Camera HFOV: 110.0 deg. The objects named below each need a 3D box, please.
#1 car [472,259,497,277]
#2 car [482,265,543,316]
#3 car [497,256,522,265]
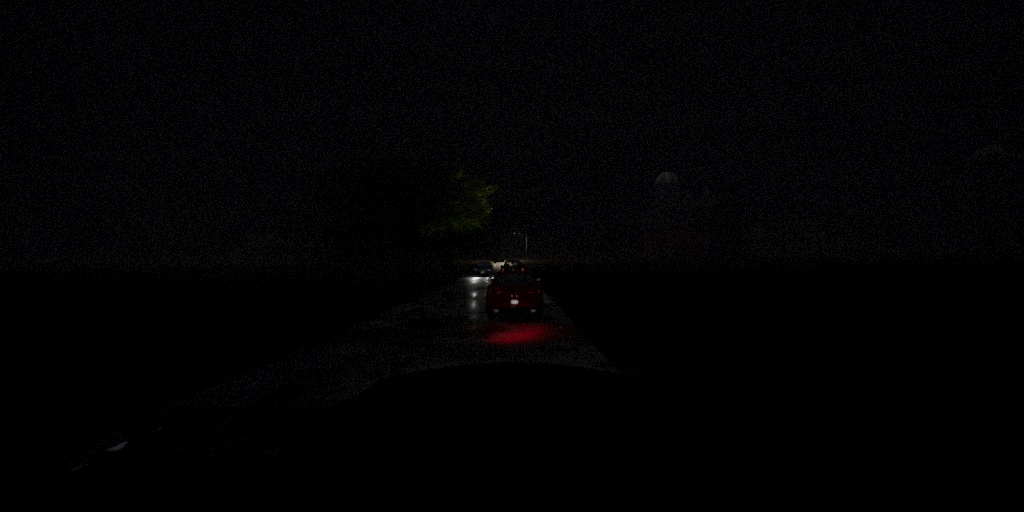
[{"bbox_3d":[-2.853,1.305,36.638,1.812,1.442,4.674,0,0,0],"label":"car"},{"bbox_3d":[0.087,1.270,13.537,1.882,1.535,5.008,0,0,0],"label":"car"},{"bbox_3d":[0.086,1.146,29.959,2.097,1.767,4.553,0,0,0],"label":"car"}]
